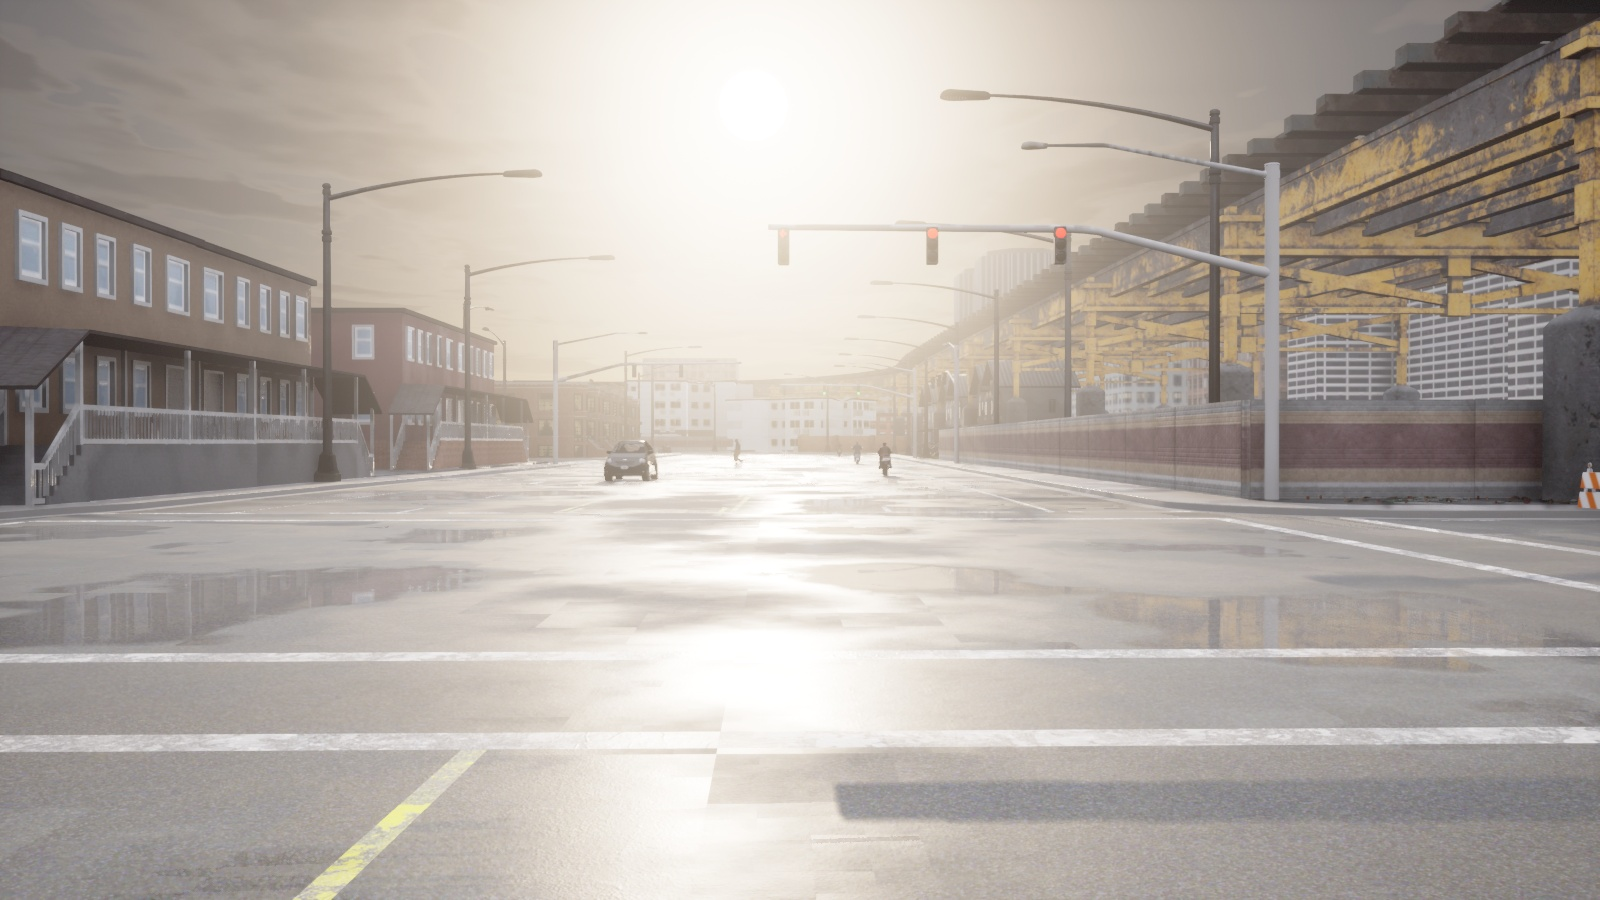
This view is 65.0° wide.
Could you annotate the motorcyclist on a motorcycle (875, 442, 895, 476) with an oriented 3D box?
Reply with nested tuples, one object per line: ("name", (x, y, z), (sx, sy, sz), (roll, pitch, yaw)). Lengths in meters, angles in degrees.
("motorcyclist on a motorcycle", (3.841, 0.410, 56.991), (0.797, 1.523, 2.044), (0, 0, 0))

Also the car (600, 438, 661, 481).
("car", (-6.700, 0.357, 49.915), (1.851, 1.617, 3.988), (0, 0, 0))
